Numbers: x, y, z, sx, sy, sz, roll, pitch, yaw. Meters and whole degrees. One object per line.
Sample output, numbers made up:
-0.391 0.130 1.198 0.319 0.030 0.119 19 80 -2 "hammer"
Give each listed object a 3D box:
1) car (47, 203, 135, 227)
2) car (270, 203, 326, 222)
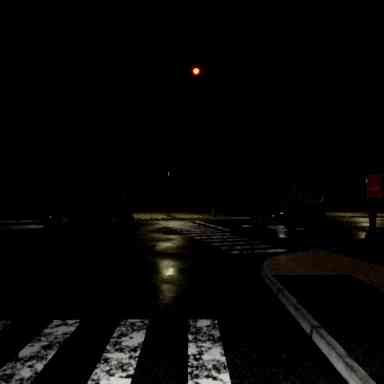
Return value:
-6.508 1.445 21.737 5.357 1.411 2.033 1 0 -20 "car"
8.654 1.658 27.076 4.674 1.442 1.812 1 0 -18 "car"
